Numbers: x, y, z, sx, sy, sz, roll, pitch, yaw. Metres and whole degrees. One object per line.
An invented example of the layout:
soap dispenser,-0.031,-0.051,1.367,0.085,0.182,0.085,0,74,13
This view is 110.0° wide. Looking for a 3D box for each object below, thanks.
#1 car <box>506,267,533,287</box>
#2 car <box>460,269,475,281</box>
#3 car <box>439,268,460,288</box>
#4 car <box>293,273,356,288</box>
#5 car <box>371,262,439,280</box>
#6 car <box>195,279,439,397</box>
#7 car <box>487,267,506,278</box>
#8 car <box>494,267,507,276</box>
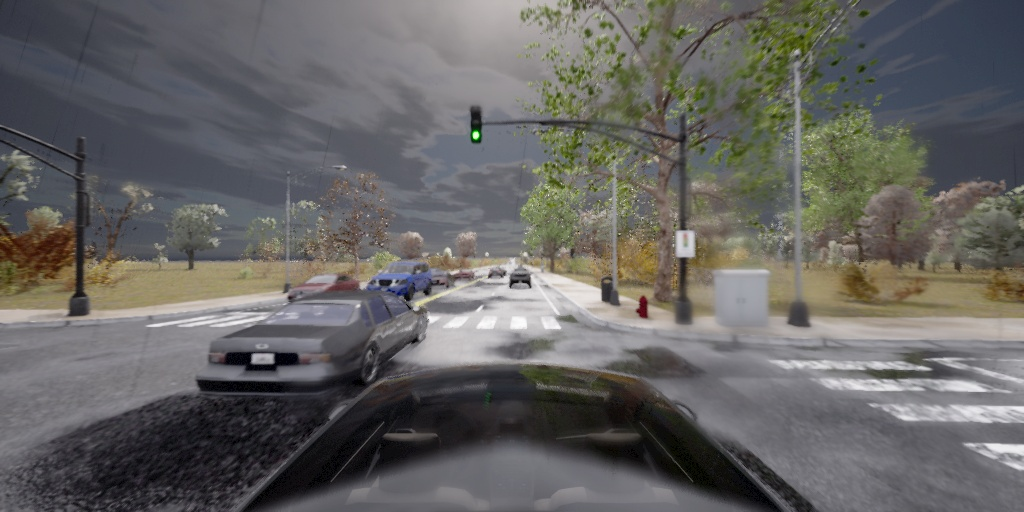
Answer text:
car,0.738,1.875,31.356,1.837,1.490,4.892,0,-1,2
car,-5.600,2.204,42.664,1.895,1.301,4.718,0,-1,2
car,-5.969,1.910,30.093,1.994,1.385,4.181,0,-1,1
car,-9.536,1.637,18.674,1.812,1.442,4.674,0,-1,2
car,-6.196,1.373,20.685,2.150,2.045,5.566,0,-1,4
car,-3.100,1.373,7.020,2.033,1.411,5.357,0,-1,1
car,-2.149,2.250,48.754,1.812,1.442,4.674,0,-1,2
car,-1.880,2.525,58.815,1.895,1.301,4.718,0,-1,2
